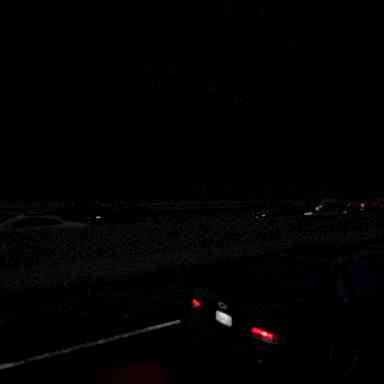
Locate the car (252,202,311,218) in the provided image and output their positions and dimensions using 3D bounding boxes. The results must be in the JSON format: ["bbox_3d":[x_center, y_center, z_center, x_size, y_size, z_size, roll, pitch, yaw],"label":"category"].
[{"bbox_3d":[6.817,1.642,26.046,4.892,1.490,1.837,0,0,-35],"label":"car"}]

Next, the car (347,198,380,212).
[{"bbox_3d":[20.818,1.530,40.307,4.553,1.767,2.097,0,0,-35],"label":"car"}]

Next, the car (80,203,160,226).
[{"bbox_3d":[-4.509,1.570,22.268,4.902,1.511,2.128,0,0,-35],"label":"car"}]

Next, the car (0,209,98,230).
[{"bbox_3d":[-6.234,1.544,12.442,4.674,1.442,1.812,1,0,-35],"label":"car"}]

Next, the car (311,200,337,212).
[{"bbox_3d":[15.653,1.722,40.934,5.357,1.411,2.033,0,0,-35],"label":"car"}]

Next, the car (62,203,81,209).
[{"bbox_3d":[-8.194,1.567,23.719,4.892,1.490,1.837,0,0,-37],"label":"car"}]

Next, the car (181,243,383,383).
[{"bbox_3d":[2.426,1.595,5.476,5.357,1.411,2.033,1,0,-35],"label":"car"}]
